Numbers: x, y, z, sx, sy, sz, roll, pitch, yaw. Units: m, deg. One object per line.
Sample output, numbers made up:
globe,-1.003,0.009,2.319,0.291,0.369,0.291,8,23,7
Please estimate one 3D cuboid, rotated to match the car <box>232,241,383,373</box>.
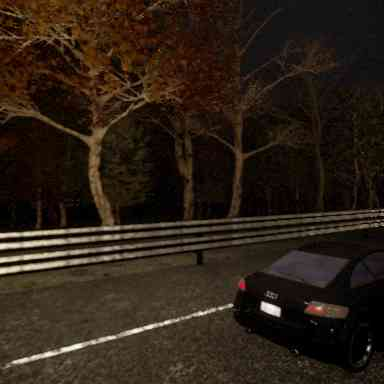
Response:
car,2.697,1.555,5.687,4.181,1.385,1.994,0,0,-36
